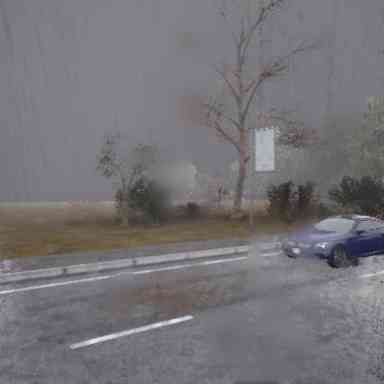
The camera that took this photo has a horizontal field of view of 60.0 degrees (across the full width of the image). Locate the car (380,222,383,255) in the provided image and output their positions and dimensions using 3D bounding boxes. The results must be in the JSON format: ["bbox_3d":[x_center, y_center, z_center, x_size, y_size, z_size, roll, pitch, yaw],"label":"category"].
[{"bbox_3d":[7.033,1.506,8.196,4.892,1.490,1.837,0,0,-29],"label":"car"}]

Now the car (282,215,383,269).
[{"bbox_3d":[5.169,1.513,11.159,4.674,1.442,1.812,0,0,-30],"label":"car"}]
